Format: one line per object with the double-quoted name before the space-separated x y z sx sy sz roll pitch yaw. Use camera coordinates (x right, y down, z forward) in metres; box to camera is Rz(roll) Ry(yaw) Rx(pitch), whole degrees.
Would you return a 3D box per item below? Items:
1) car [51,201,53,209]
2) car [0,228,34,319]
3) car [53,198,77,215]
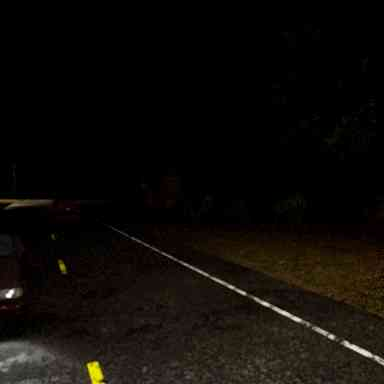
"car" -16.984 1.496 42.847 1.837 1.490 4.892 0 0 -24
"car" -4.621 1.547 7.390 2.033 1.411 5.357 0 0 -25
"car" -12.853 1.474 33.919 1.882 1.535 5.008 0 0 -24
